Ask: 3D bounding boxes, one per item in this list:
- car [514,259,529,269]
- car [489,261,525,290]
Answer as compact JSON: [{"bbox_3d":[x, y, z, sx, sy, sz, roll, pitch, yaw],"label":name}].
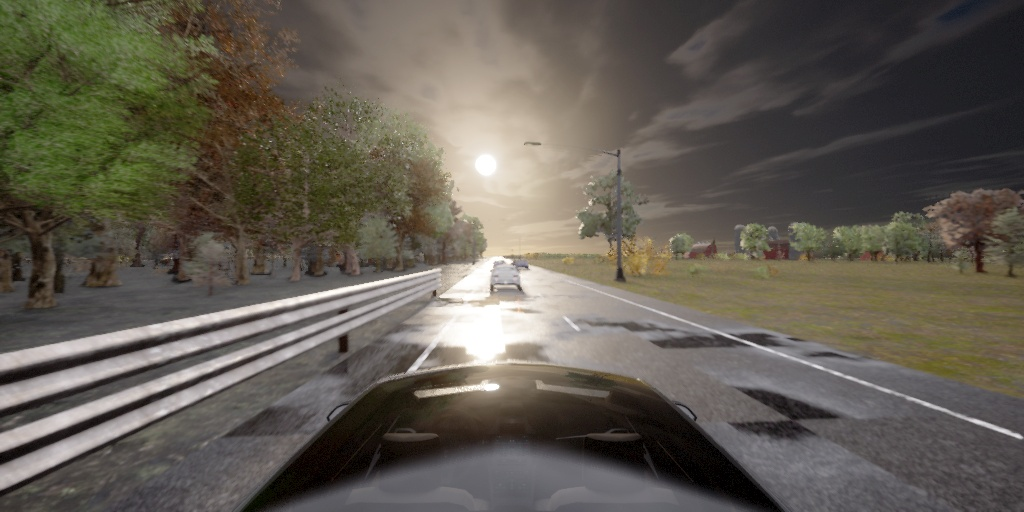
[{"bbox_3d":[1.542,1.277,55.349,2.033,1.411,5.357,0,0,-3],"label":"car"},{"bbox_3d":[-0.438,1.278,22.544,1.812,1.442,4.674,0,0,-2],"label":"car"}]
